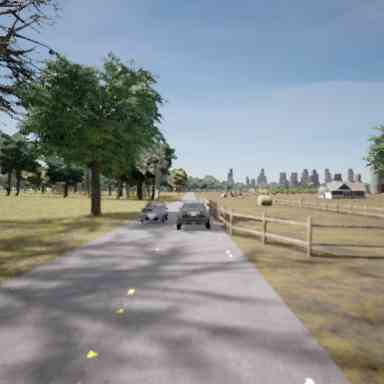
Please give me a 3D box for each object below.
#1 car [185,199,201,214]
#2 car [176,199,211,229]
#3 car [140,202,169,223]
[{"bbox_3d":[0.102,1.629,38.869,1.837,1.490,4.892,0,0,0],"label":"car"},{"bbox_3d":[0.095,1.390,22.128,2.097,1.767,4.553,0,0,0],"label":"car"},{"bbox_3d":[-2.843,1.544,25.808,2.128,1.511,4.902,0,0,0],"label":"car"}]
